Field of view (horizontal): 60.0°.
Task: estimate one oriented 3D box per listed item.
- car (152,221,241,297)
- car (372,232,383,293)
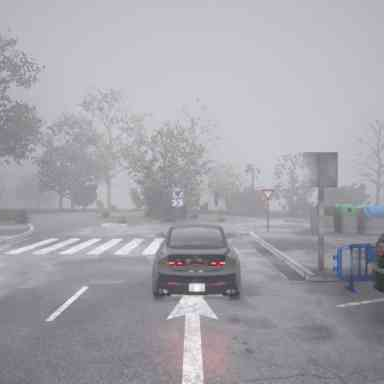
[{"bbox_3d":[0.093,1.505,8.551,1.837,1.490,4.892,0,0,0],"label":"car"},{"bbox_3d":[6.023,1.236,6.162,5.566,2.045,2.435,1,0,-20],"label":"car"}]
